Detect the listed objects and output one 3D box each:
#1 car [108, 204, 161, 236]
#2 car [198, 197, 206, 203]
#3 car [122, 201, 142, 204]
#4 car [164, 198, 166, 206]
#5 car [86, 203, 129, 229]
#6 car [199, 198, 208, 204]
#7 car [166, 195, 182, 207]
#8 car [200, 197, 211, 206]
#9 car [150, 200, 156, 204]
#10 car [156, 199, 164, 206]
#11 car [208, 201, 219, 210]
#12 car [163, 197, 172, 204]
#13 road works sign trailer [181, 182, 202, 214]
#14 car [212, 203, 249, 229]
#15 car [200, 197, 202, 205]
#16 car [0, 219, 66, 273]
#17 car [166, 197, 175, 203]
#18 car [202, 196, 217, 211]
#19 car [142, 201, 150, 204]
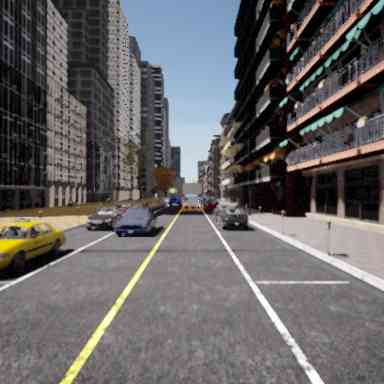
[{"bbox_3d":[-3.106,1.657,19.423,2.033,1.411,5.357,0,0,0],"label":"car"},{"bbox_3d":[2.665,2.103,88.558,2.008,1.369,4.403,0,0,0],"label":"car"},{"bbox_3d":[-5.698,1.598,27.699,1.967,1.590,4.097,0,0,0],"label":"car"},{"bbox_3d":[-5.707,1.946,60.893,1.802,1.307,4.206,0,0,0],"label":"car"},{"bbox_3d":[-5.696,1.676,22.166,2.008,1.369,4.403,0,0,0],"label":"car"},{"bbox_3d":[2.668,2.026,77.492,2.008,1.369,4.403,0,0,0],"label":"car"},{"bbox_3d":[-3.044,1.587,61.024,2.150,2.045,5.566,0,0,1],"label":"car"},{"bbox_3d":[2.671,1.841,66.428,1.967,1.590,4.097,0,0,0],"label":"car"},{"bbox_3d":[-5.701,1.768,38.762,1.887,1.381,4.507,0,0,0],"label":"car"},{"bbox_3d":[-5.704,1.816,49.658,1.752,1.417,4.829,0,0,0],"label":"car"},{"bbox_3d":[2.683,1.708,27.700,2.008,1.369,4.403,0,0,0],"label":"car"},{"bbox_3d":[-5.712,1.999,77.321,1.752,1.417,4.829,0,0,0],"label":"car"},{"bbox_3d":[-0.011,0.683,37.972,2.380,3.560,2.880,0,0,0],"label":"road works sign trailer"},{"bbox_3d":[2.684,1.676,22.167,2.008,1.369,4.403,0,0,0],"label":"car"},{"bbox_3d":[2.674,1.910,55.363,1.802,1.307,4.206,0,0,0],"label":"car"},{"bbox_3d":[-5.693,1.586,10.931,1.752,1.417,4.829,0,0,0],"label":"car"},{"bbox_3d":[-5.715,2.096,88.556,1.887,1.381,4.507,0,0,0],"label":"car"},{"bbox_3d":[2.678,1.698,44.298,1.967,1.590,4.097,0,0,0],"label":"car"},{"bbox_3d":[-5.700,1.741,33.230,2.008,1.369,4.403,0,0,0],"label":"car"}]
